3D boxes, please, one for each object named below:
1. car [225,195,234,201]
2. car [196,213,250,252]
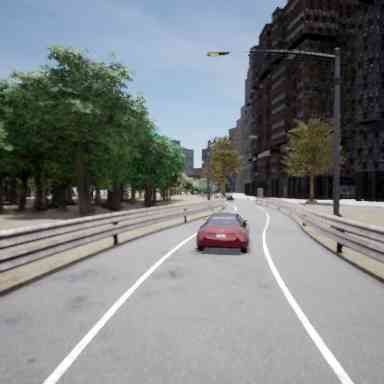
[{"bbox_3d":[8.546,1.452,78.116,1.837,1.490,4.892,0,0,-6],"label":"car"},{"bbox_3d":[1.419,1.570,14.117,1.994,1.385,4.181,0,0,10],"label":"car"}]
